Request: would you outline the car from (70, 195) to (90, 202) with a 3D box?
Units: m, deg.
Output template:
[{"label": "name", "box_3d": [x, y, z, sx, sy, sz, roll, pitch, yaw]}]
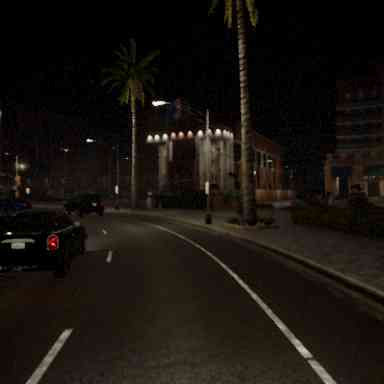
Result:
[{"label": "car", "box_3d": [-24.626, 1.410, 73.236, 4.193, 1.474, 1.816, 0, 0, 27]}]

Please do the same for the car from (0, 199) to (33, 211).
[{"label": "car", "box_3d": [-22.330, 1.595, 42.278, 4.181, 1.385, 1.994, 0, 0, 32]}]

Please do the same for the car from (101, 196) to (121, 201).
[{"label": "car", "box_3d": [-20.032, 1.552, 82.681, 4.718, 1.301, 1.895, 0, 0, 27]}]

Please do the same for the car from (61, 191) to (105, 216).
[{"label": "car", "box_3d": [-10.184, 1.222, 31.344, 2.150, 2.045, 5.566, 0, 0, -38]}]

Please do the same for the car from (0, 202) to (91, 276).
[{"label": "car", "box_3d": [-4.643, 1.357, 10.358, 2.097, 1.767, 4.553, 0, 0, -9]}]

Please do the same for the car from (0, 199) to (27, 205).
[{"label": "car", "box_3d": [-20.385, 1.508, 36.767, 5.008, 1.535, 1.882, 0, 0, 41]}]

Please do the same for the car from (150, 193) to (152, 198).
[{"label": "car", "box_3d": [-7.908, 1.370, 69.098, 4.674, 1.452, 2.002, 0, 0, 27]}]
